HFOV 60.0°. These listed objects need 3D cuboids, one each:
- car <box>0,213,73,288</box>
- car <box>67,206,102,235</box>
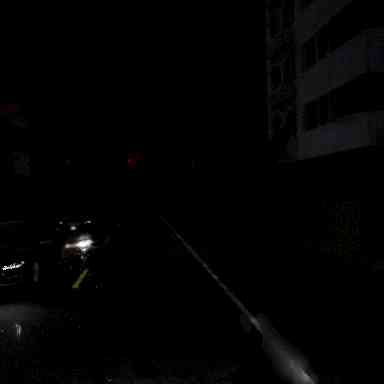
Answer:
[{"bbox_3d":[-4.938,1.603,9.482,1.837,1.490,4.892,-1,0,-9],"label":"car"},{"bbox_3d":[-6.491,1.618,19.630,2.128,1.511,4.902,-1,0,-9],"label":"car"}]
